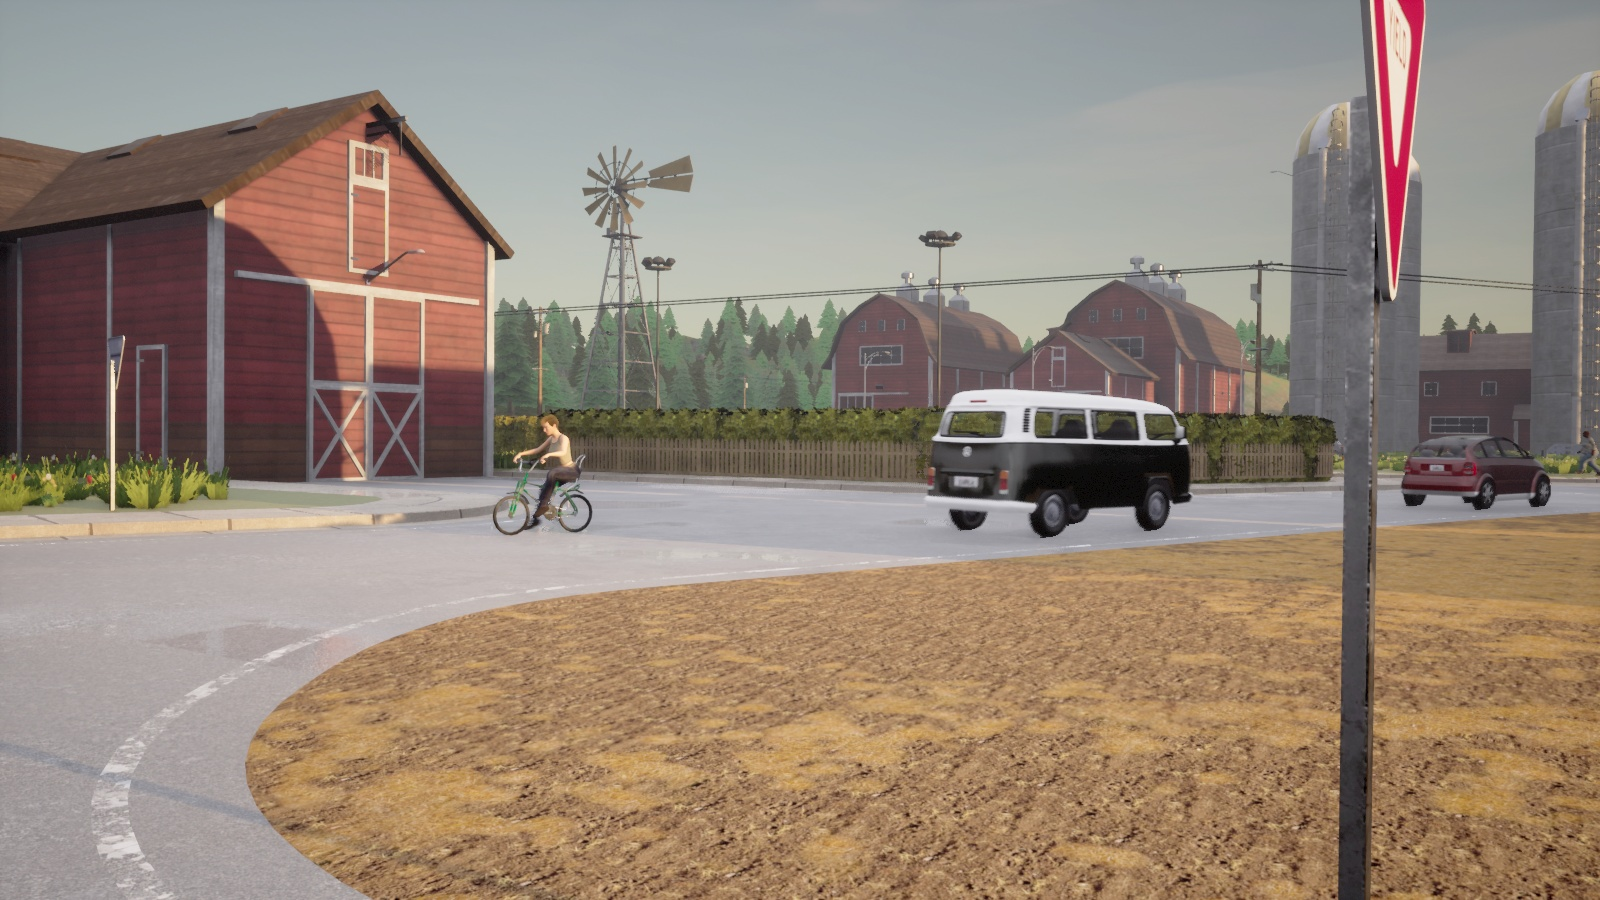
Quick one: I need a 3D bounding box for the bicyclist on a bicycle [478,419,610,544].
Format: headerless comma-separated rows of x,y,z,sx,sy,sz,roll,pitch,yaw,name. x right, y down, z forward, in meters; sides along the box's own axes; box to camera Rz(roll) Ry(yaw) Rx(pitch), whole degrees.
-3.444,0.392,16.938,1.509,1.612,0.866,-1,1,-40,bicyclist on a bicycle

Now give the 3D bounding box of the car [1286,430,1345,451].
37.068,-0.682,90.249,3.633,1.501,1.845,0,1,32,car

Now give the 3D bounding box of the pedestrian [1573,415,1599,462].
31.049,-0.457,49.513,0.900,1.855,0.874,0,1,27,pedestrian

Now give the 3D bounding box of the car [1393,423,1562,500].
14.736,0.205,27.267,3.705,1.549,1.789,-1,1,-36,car

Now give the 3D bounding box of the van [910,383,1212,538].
3.959,0.103,18.658,4.480,2.038,2.069,-1,1,-40,van
